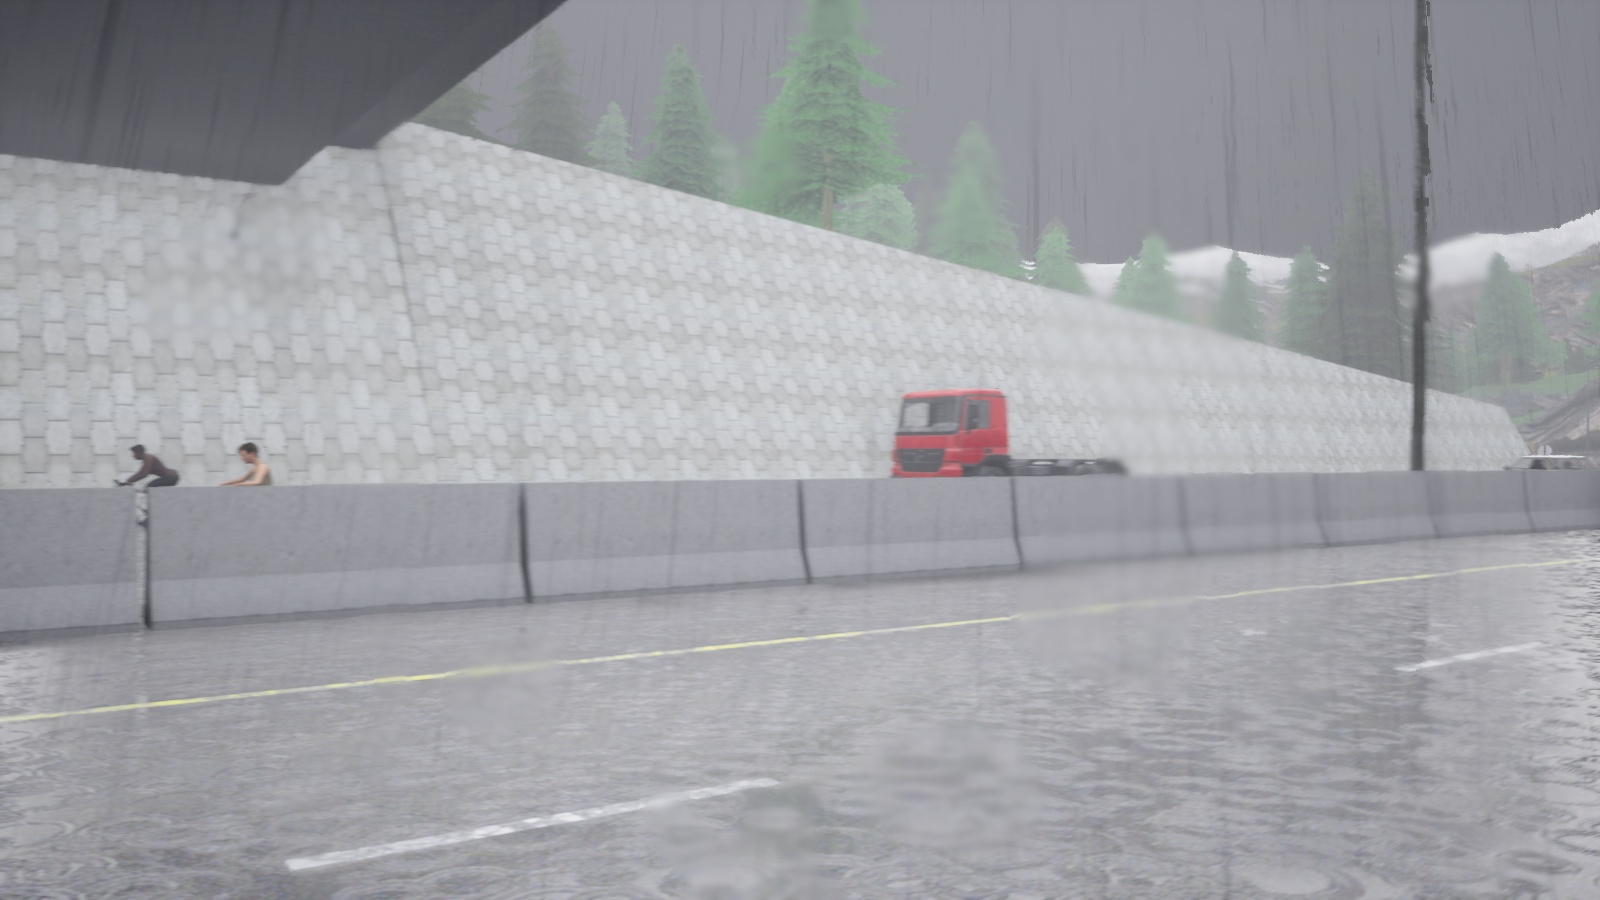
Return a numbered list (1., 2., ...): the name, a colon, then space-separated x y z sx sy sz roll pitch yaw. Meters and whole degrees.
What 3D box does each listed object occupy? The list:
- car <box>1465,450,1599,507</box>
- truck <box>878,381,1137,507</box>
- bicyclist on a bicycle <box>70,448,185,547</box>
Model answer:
1. car: 20.519 0.755 35.004 3.806 1.475 1.970 0 0 -35
2. truck: 6.388 -0.156 37.963 7.936 3.462 2.891 0 0 -35
3. bicyclist on a bicycle: -11.398 0.774 21.312 1.656 1.620 0.582 0 0 -35
